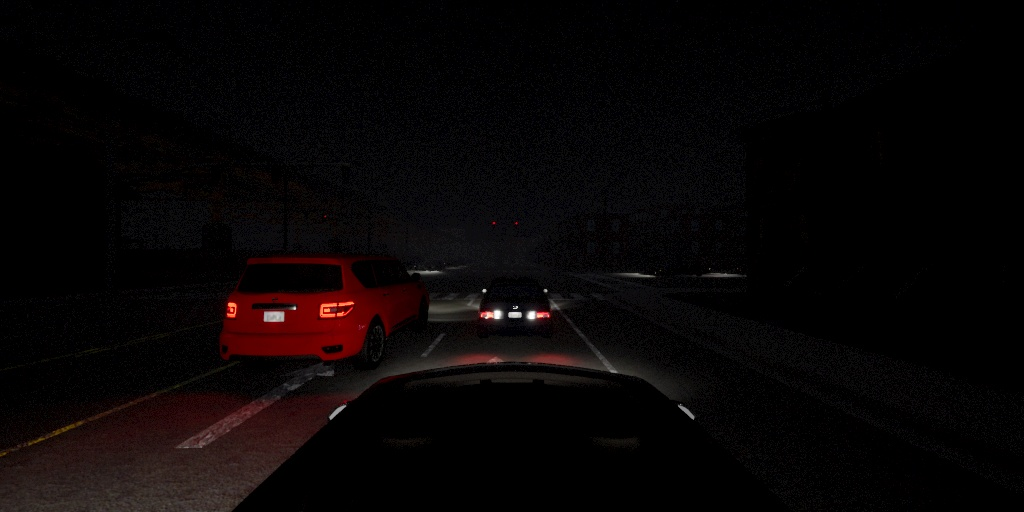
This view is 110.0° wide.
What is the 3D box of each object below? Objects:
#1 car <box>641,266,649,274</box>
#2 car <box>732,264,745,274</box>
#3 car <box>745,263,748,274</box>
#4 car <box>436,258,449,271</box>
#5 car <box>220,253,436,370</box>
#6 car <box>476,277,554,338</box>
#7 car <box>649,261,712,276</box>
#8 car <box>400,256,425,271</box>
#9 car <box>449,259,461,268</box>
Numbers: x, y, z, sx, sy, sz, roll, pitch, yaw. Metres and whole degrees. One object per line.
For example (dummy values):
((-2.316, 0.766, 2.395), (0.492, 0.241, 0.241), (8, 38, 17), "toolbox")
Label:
((17.097, 1.297, 39.380), (5.357, 1.411, 2.033), (0, 0, 2), "car")
((26.825, 1.255, 39.386), (4.892, 1.490, 1.837), (0, 0, 0), "car")
((26.548, 1.351, 35.889), (4.718, 1.301, 1.895), (0, 0, 0), "car")
((-10.473, 1.241, 49.560), (2.128, 1.511, 4.902), (0, 0, -1), "car")
((-3.427, 0.971, 7.877), (2.150, 2.045, 5.566), (0, 0, 0), "car")
((0.081, 1.297, 10.130), (2.033, 1.411, 5.357), (0, 0, 0), "car")
((16.992, 1.297, 35.895), (5.357, 1.411, 2.033), (0, 0, 0), "car")
((-14.096, 0.970, 51.160), (2.150, 2.045, 5.566), (0, 0, -1), "car")
((-10.575, 1.257, 62.501), (1.837, 1.490, 4.892), (0, -1, 0), "car")
